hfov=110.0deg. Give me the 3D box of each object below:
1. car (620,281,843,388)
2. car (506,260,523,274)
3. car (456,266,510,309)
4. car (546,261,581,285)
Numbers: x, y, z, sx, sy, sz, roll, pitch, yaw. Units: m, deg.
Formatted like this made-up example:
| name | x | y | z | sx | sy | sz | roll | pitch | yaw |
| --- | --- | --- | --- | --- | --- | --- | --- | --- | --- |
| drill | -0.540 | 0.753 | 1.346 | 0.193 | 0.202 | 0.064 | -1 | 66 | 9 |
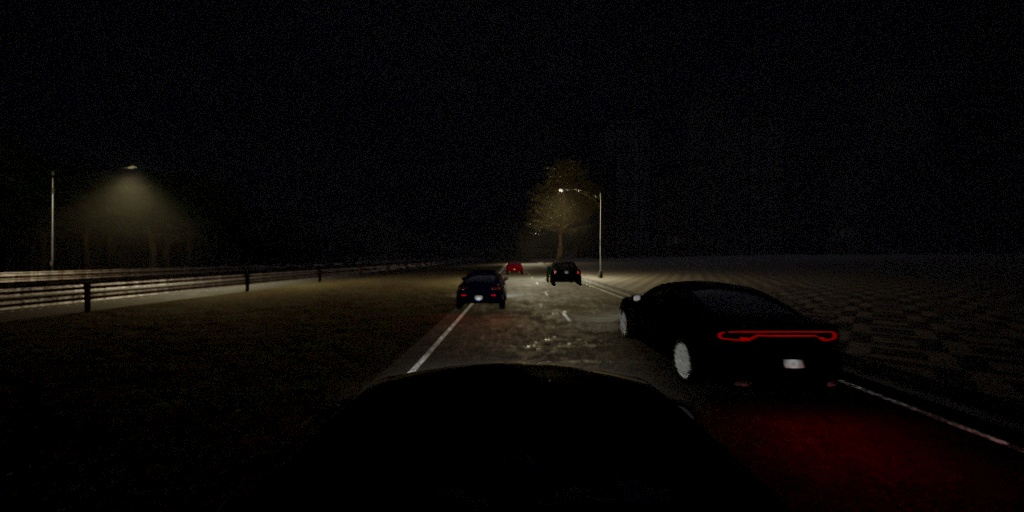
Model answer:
| name | x | y | z | sx | sy | sz | roll | pitch | yaw |
| --- | --- | --- | --- | --- | --- | --- | --- | --- | --- |
| car | 3.625 | 1.235 | 7.072 | 1.882 | 1.535 | 5.008 | 0 | 0 | 0 |
| car | 0.285 | 1.325 | 42.051 | 1.882 | 1.535 | 5.008 | 0 | 0 | 1 |
| car | -1.159 | 1.297 | 14.894 | 1.812 | 1.442 | 4.674 | 0 | 0 | 0 |
| car | 3.729 | 1.153 | 26.497 | 2.097 | 1.767 | 4.553 | 0 | 0 | 0 |
